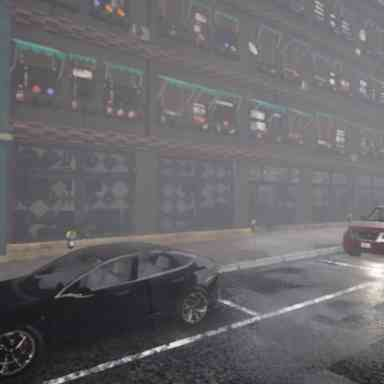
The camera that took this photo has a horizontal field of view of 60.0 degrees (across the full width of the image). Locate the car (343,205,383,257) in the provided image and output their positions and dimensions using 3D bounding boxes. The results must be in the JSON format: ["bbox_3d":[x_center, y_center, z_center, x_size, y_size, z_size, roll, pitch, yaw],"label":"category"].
[{"bbox_3d":[7.522,1.373,11.944,5.009,1.841,2.192,0,0,-36],"label":"car"}]

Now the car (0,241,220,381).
[{"bbox_3d":[-1.460,1.574,5.513,4.313,1.339,1.947,0,0,-36],"label":"car"}]
